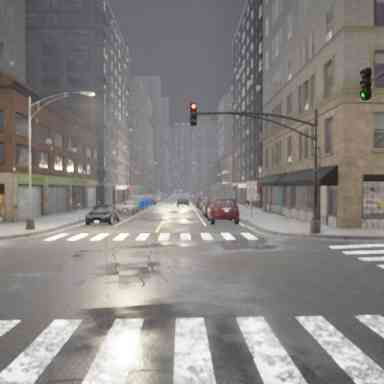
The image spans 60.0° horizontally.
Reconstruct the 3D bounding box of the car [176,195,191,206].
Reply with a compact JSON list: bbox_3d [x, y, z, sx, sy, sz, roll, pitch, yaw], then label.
[{"bbox_3d":[-1.465,1.499,53.564,1.837,1.490,4.892,0,0,-2],"label":"car"}]

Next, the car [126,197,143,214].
[{"bbox_3d":[-6.625,1.525,34.980,1.752,1.417,4.829,-1,0,-2],"label":"car"}]

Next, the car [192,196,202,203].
[{"bbox_3d":[0.967,1.551,68.890,1.947,1.339,4.313,-1,0,-2],"label":"car"}]

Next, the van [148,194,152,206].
[{"bbox_3d":[-6.944,1.338,46.318,1.690,1.788,3.998,-1,0,-2],"label":"van"}]

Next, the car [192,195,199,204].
[{"bbox_3d":[1.583,1.312,46.555,2.192,1.841,5.009,-1,0,-2],"label":"car"}]

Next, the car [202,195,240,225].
[{"bbox_3d":[2.203,1.316,24.220,2.192,1.841,5.009,-1,0,-2],"label":"car"}]

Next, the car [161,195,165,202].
[{"bbox_3d":[-7.723,1.421,74.235,1.967,1.590,4.097,-1,0,-2],"label":"car"}]

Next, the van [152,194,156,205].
[{"bbox_3d":[-7.100,1.336,51.901,1.690,1.788,3.998,-1,0,-2],"label":"van"}]

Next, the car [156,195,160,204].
[{"bbox_3d":[-7.256,1.307,57.485,2.192,1.841,5.009,-1,0,-2],"label":"car"}]

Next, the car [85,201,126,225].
[{"bbox_3d":[-6.317,1.567,23.983,1.947,1.339,4.313,-1,0,-2],"label":"car"}]

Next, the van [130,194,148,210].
[{"bbox_3d":[-6.788,1.340,40.733,1.690,1.788,3.998,-1,0,-2],"label":"van"}]

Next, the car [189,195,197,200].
[{"bbox_3d":[0.348,1.517,91.225,2.008,1.369,4.403,-1,0,-2],"label":"car"}]

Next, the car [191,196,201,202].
[{"bbox_3d":[0.812,1.532,74.474,2.008,1.369,4.403,-1,0,-2],"label":"car"}]

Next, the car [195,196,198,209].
[{"bbox_3d":[1.736,1.524,41.142,1.752,1.417,4.829,-1,0,-2],"label":"car"}]

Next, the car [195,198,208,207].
[{"bbox_3d":[1.432,1.577,52.139,1.802,1.307,4.206,-1,0,-2],"label":"car"}]

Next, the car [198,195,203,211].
[{"bbox_3d":[2.048,1.316,29.804,2.192,1.841,5.009,-1,0,-2],"label":"car"}]

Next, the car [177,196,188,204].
[{"bbox_3d":[-1.756,1.536,63.982,2.033,1.411,5.357,0,0,-2],"label":"car"}]
